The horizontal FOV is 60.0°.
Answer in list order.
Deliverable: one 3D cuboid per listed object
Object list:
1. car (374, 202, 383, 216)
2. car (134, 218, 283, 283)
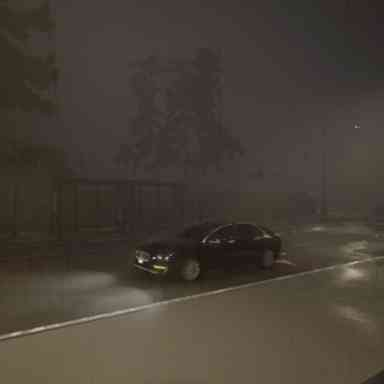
[{"bbox_3d":[23.168,1.894,37.509,2.097,1.767,4.553,1,-1,-35],"label":"car"},{"bbox_3d":[0.654,1.589,10.004,4.892,1.490,1.837,2,-1,-36],"label":"car"}]
